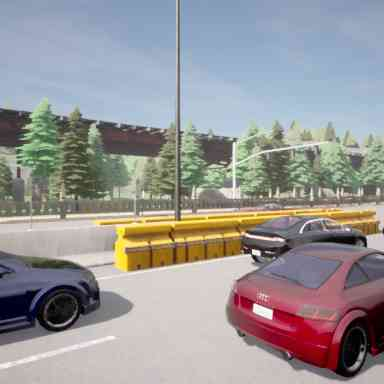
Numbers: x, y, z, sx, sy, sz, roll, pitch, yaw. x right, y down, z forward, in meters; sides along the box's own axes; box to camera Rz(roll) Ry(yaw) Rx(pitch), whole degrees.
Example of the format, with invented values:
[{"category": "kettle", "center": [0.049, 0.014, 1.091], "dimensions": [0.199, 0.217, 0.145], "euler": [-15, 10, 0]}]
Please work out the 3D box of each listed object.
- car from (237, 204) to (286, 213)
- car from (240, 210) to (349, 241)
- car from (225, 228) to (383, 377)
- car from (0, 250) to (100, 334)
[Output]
[{"category": "car", "center": [5.605, 1.600, 25.216], "dimensions": [4.718, 1.301, 1.895], "euler": [0, 0, -36]}, {"category": "car", "center": [3.773, 1.491, 10.750], "dimensions": [4.902, 1.511, 2.128], "euler": [0, 0, -36]}, {"category": "car", "center": [2.583, 1.564, 5.603], "dimensions": [4.181, 1.385, 1.994], "euler": [0, 0, -35]}, {"category": "car", "center": [-3.684, 1.564, 5.415], "dimensions": [4.181, 1.385, 1.994], "euler": [0, 0, -36]}]
